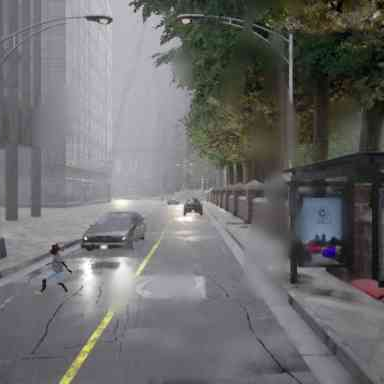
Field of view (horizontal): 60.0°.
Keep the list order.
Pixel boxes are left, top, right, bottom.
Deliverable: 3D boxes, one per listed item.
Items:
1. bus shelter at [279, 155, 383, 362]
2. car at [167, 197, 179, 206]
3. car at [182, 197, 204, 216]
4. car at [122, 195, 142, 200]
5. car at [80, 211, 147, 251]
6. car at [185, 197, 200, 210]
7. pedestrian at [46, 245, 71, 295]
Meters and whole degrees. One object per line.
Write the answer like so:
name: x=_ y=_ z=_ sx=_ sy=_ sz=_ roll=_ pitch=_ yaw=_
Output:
bus shelter: x=3.138 y=0.876 z=6.340 sx=1.920 sy=2.740 sz=3.880 roll=0 pitch=0 yaw=0
car: x=-3.076 y=1.518 z=54.848 sx=1.812 sy=1.442 sz=4.674 roll=0 pitch=0 yaw=0
car: x=0.103 y=1.512 z=33.222 sx=1.837 sy=1.490 sz=4.892 roll=0 pitch=0 yaw=0
car: x=-14.912 y=1.368 z=82.988 sx=4.829 sy=1.417 sz=1.752 roll=1 pitch=-1 yaw=0
car: x=-3.098 y=1.549 z=14.358 sx=2.033 sy=1.411 sz=5.357 roll=0 pitch=0 yaw=0
car: x=0.101 y=1.479 z=44.938 sx=1.882 sy=1.535 sz=5.008 roll=0 pitch=0 yaw=0
pedestrian: x=-2.920 y=1.296 z=7.284 sx=0.375 sy=1.860 sz=0.375 roll=0 pitch=0 yaw=-15
